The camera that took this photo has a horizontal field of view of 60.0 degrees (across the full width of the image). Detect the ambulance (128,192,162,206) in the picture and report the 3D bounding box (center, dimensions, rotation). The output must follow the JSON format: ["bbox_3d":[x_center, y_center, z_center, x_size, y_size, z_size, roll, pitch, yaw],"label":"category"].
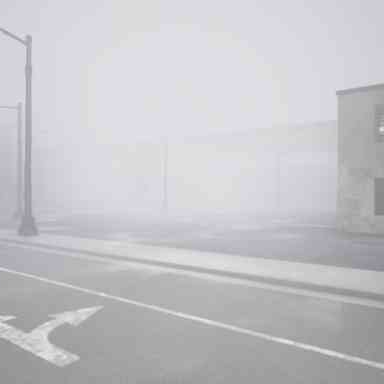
[{"bbox_3d":[-8.469,1.201,60.295,6.366,2.431,2.351,0,0,-40],"label":"ambulance"}]
